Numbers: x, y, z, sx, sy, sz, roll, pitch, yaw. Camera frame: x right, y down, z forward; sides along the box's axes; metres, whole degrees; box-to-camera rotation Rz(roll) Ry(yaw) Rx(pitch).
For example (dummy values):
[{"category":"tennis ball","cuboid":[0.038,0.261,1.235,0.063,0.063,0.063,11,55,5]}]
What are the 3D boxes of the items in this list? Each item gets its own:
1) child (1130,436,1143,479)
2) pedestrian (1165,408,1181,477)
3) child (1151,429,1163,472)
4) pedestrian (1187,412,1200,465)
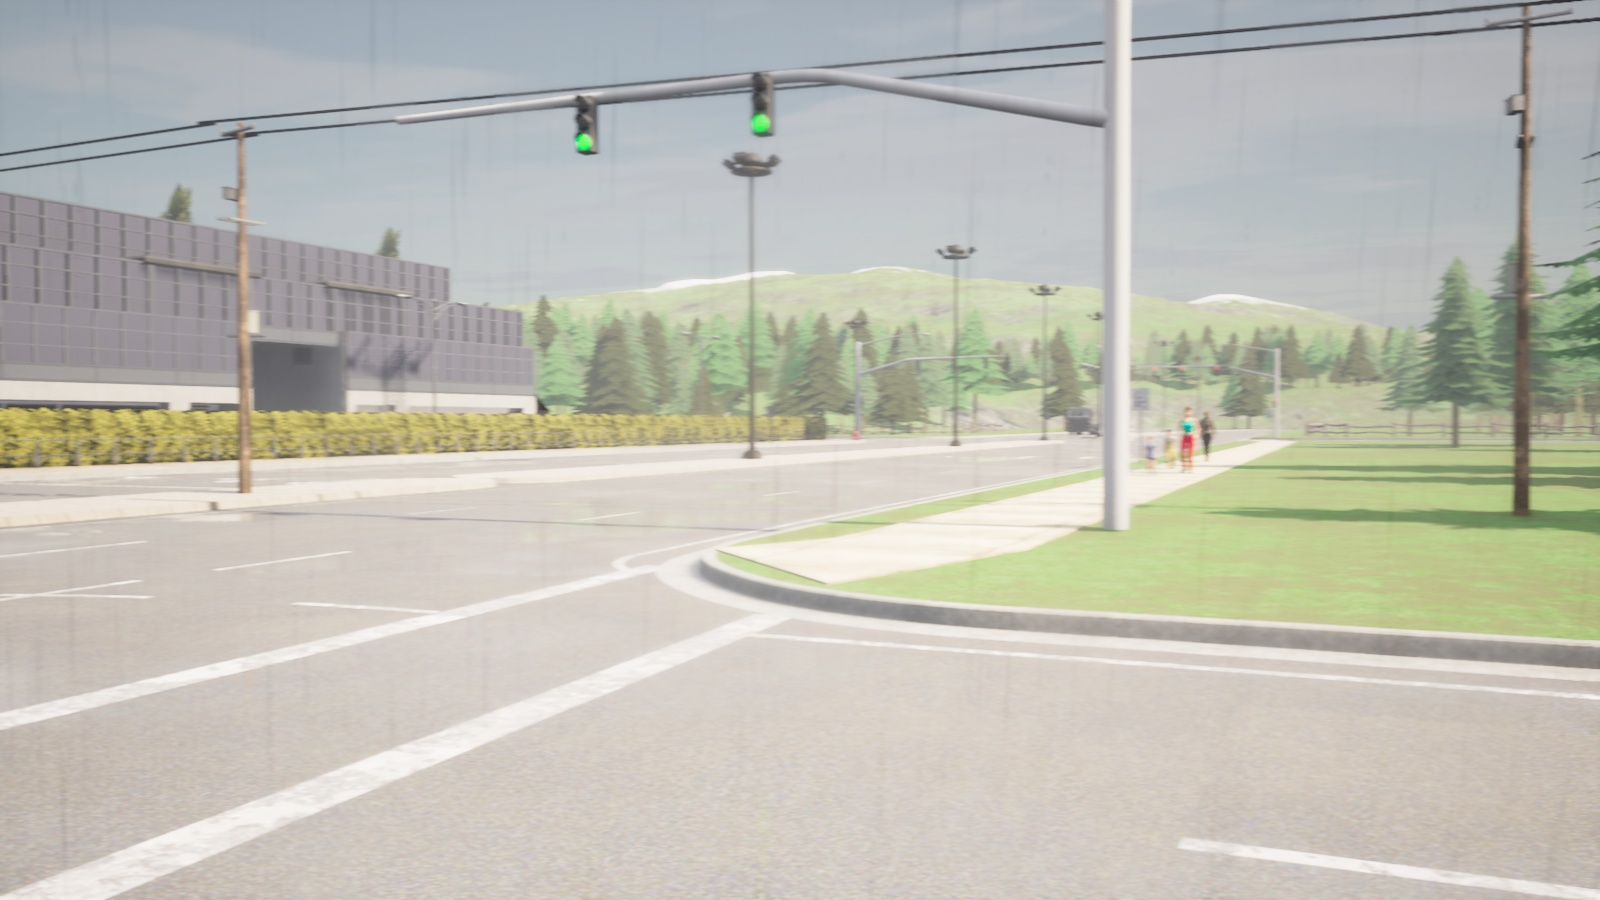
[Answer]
[{"category":"child","cuboid":[8.707,0.192,32.475,0.255,1.110,0.394,1,1,25]},{"category":"pedestrian","cuboid":[10.030,-0.208,33.762,0.345,1.836,0.594,1,1,23]},{"category":"child","cuboid":[10.568,0.002,37.143,0.270,1.263,0.437,1,1,23]},{"category":"pedestrian","cuboid":[13.735,-0.404,43.820,0.331,1.846,0.634,1,1,23]}]
